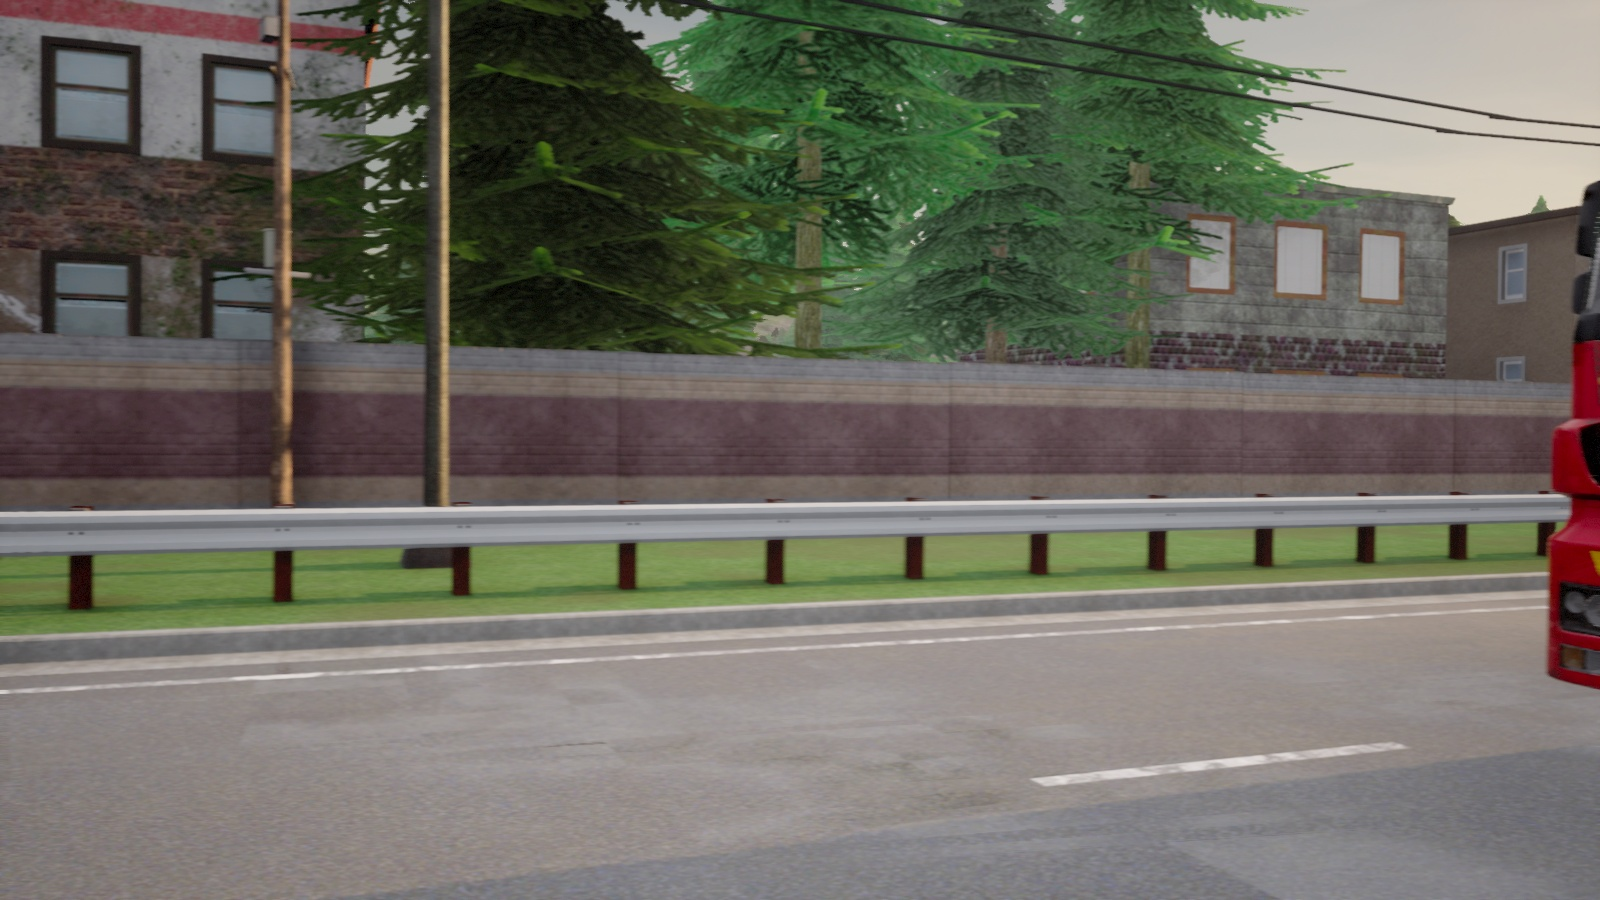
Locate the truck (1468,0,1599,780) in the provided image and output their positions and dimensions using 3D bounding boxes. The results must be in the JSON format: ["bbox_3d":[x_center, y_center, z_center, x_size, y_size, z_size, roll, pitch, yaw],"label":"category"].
[{"bbox_3d":[7.650,-0.550,6.177,8.468,3.827,2.891,-1,1,-21],"label":"truck"}]
